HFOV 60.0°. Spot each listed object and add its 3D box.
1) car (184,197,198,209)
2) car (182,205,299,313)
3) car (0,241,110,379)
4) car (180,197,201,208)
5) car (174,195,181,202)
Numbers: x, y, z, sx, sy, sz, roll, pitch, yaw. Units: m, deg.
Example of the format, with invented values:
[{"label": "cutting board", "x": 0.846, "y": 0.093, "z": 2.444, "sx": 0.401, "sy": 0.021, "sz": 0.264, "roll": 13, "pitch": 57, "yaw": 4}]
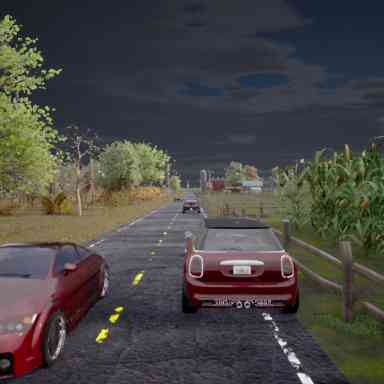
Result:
[{"label": "car", "x": -0.110, "y": 1.468, "z": 45.903, "sx": 1.837, "sy": 1.490, "sz": 4.892, "roll": 0, "pitch": 0, "yaw": 0}, {"label": "car", "x": 0.873, "y": 1.350, "z": 7.800, "sx": 2.097, "sy": 1.767, "sz": 4.553, "roll": 0, "pitch": 0, "yaw": 0}, {"label": "car", "x": -2.769, "y": 1.564, "z": 5.601, "sx": 1.994, "sy": 1.385, "sz": 4.181, "roll": 0, "pitch": 0, "yaw": 0}, {"label": "car", "x": -0.061, "y": 1.483, "z": 35.993, "sx": 1.837, "sy": 1.490, "sz": 4.892, "roll": 0, "pitch": 0, "yaw": 0}, {"label": "car", "x": -3.031, "y": 1.460, "z": 74.428, "sx": 1.994, "sy": 1.385, "sz": 4.181, "roll": 0, "pitch": 0, "yaw": 0}]
